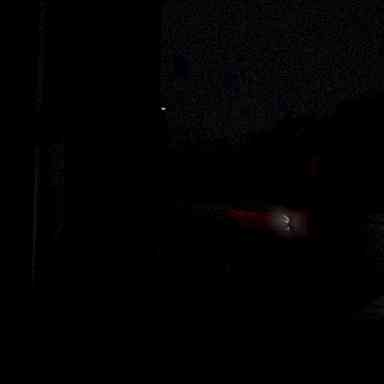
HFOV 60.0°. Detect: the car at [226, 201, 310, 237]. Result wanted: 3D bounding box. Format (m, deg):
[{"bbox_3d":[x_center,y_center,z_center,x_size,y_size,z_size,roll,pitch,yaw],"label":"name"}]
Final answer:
[{"bbox_3d":[3.890,1.302,17.512,2.097,1.767,4.553,2,-1,-36],"label":"car"}]
